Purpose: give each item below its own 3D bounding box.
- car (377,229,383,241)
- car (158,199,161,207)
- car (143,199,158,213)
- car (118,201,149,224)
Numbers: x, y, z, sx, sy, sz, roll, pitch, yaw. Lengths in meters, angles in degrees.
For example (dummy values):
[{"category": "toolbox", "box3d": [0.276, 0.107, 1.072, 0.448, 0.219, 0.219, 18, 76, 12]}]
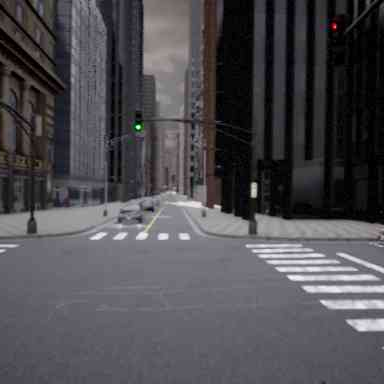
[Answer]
[{"category": "car", "box3d": [10.643, 1.690, 14.422, 4.829, 1.417, 1.752, 1, 1, -4]}, {"category": "car", "box3d": [-6.636, 1.955, 59.932, 2.128, 1.511, 4.902, 1, -1, -3]}, {"category": "car", "box3d": [-5.707, 1.777, 42.569, 1.882, 1.535, 5.008, 1, 0, -3]}, {"category": "car", "box3d": [-4.800, 1.700, 26.912, 1.812, 1.442, 4.674, 1, 0, -3]}]
